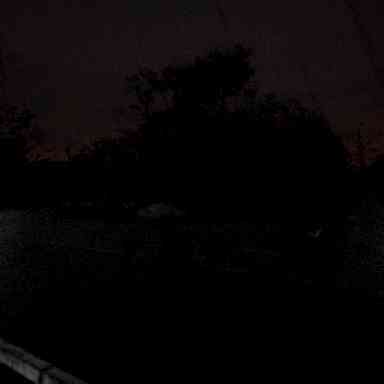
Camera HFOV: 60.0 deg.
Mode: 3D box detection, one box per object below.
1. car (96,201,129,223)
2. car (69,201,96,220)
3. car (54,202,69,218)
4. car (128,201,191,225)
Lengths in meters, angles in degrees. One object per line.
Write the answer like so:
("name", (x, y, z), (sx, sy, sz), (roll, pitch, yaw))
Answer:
("car", (-4.536, 1.475, 25.754), (2.097, 1.535, 5.008), (0, 0, 35))
("car", (-7.209, 1.479, 27.644), (2.231, 1.521, 4.892), (0, 0, 35))
("car", (-9.875, 1.521, 29.547), (2.002, 1.452, 4.674), (0, 0, 35))
("car", (-1.976, 1.513, 23.921), (2.002, 1.452, 4.674), (0, 0, 35))
